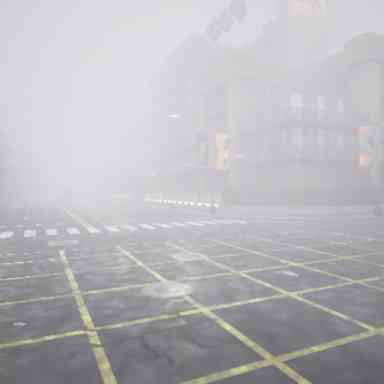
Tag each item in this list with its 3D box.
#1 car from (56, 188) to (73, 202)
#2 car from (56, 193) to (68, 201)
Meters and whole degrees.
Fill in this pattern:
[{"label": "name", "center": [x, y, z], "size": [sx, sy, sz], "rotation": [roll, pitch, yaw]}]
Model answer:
[{"label": "car", "center": [-21.856, 0.703, 57.486], "size": [2.150, 2.045, 5.566], "rotation": [-1, 1, -25]}, {"label": "car", "center": [-25.779, 0.914, 65.865], "size": [1.837, 1.490, 4.892], "rotation": [-1, 1, -25]}]
